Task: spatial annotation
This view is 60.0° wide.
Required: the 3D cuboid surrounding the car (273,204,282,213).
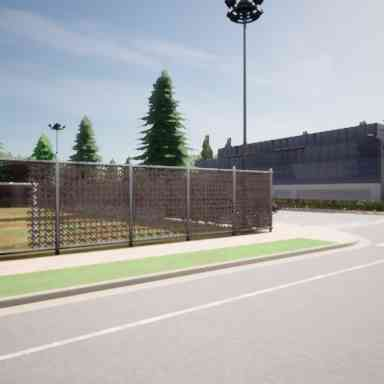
[{"bbox_3d":[7.467,1.600,36.689,1.895,1.301,4.718,0,0,-35],"label":"car"}]
